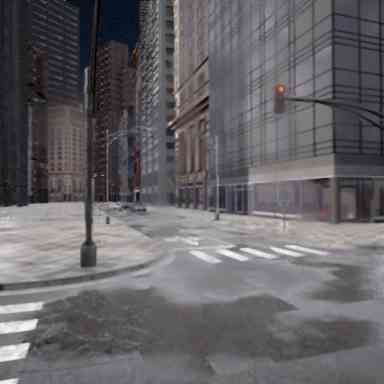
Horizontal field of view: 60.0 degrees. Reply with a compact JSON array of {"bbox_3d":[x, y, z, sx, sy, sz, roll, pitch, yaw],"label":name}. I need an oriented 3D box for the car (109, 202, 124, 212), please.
[{"bbox_3d":[-12.315,2.370,52.685,1.812,1.442,4.674,0,-1,-19],"label":"car"}]

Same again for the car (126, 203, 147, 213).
[{"bbox_3d":[-7.977,2.313,49.308,2.033,1.411,5.357,0,-1,-19],"label":"car"}]

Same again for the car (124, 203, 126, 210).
[{"bbox_3d":[-11.353,2.536,59.198,1.895,1.301,4.718,0,-1,-19],"label":"car"}]
